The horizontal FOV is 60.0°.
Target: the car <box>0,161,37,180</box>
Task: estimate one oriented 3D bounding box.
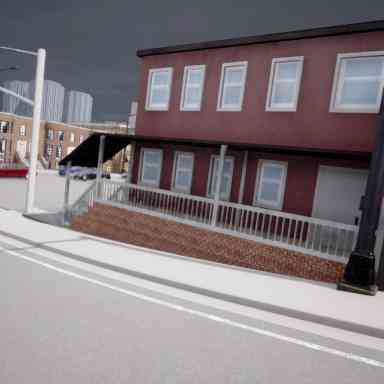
[{"bbox_3d":[-17.373,-2.063,31.670,1.882,1.535,5.008,10,6,35],"label":"car"}]

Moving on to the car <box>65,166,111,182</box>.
[{"bbox_3d":[-11.858,-2.045,39.320,2.128,1.511,4.902,10,6,35],"label":"car"}]

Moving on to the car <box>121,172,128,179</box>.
[{"bbox_3d":[-8.440,-2.554,49.945,2.128,1.511,4.902,10,6,36],"label":"car"}]

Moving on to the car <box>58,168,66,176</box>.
[{"bbox_3d":[-14.315,-2.575,41.830,1.882,1.535,5.008,10,6,36],"label":"car"}]
